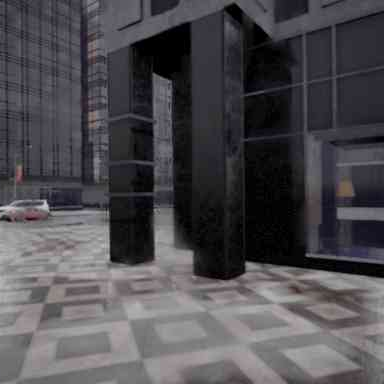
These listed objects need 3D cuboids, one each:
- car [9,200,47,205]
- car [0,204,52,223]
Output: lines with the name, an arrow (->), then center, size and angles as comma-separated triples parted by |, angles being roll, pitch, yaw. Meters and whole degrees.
car -> -17.489, 1.870, 34.223 | 2.150, 2.045, 5.566 | -1, -1, 35
car -> -15.507, 2.152, 31.398 | 1.994, 1.385, 4.181 | -1, -1, 36
